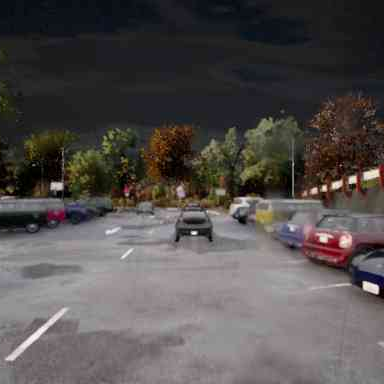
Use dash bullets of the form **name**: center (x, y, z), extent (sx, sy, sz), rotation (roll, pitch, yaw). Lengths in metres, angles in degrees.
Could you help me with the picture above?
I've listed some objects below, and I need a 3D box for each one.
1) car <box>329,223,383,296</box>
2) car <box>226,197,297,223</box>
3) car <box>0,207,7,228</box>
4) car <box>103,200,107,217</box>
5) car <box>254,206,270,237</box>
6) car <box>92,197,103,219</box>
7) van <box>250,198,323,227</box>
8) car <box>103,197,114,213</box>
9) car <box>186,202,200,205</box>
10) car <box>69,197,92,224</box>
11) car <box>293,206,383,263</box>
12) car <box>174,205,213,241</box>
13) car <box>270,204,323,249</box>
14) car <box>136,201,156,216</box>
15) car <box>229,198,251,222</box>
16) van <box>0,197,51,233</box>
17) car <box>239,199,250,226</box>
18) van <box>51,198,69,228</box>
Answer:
- **car**: center (5.914, 1.593, 7.629), extent (4.792, 1.488, 2.163), rotation (1, 0, -20)
- **car**: center (5.972, 1.519, 28.814), extent (5.566, 2.045, 2.435), rotation (1, -1, -20)
- **car**: center (-10.999, 1.630, 14.182), extent (4.892, 1.521, 2.231), rotation (-1, 0, -20)
- **car**: center (-10.981, 1.830, 31.952), extent (4.792, 1.488, 2.163), rotation (-1, -1, -20)
- **car**: center (5.954, 1.654, 16.703), extent (4.892, 1.521, 2.231), rotation (1, 0, -20)
- **car**: center (-10.977, 1.520, 28.988), extent (5.566, 2.045, 2.435), rotation (-1, -1, -20)
- **van**: center (6.058, 1.458, 19.773), extent (4.442, 1.987, 1.878), rotation (1, -1, -20)
- **car**: center (-11.022, 1.578, 34.872), extent (5.566, 2.045, 2.435), rotation (-1, 0, -20)
- **car**: center (0.079, 1.840, 35.673), extent (2.128, 1.511, 4.902), rotation (0, -1, -1)
- **car**: center (-10.979, 1.492, 26.029), extent (5.566, 2.045, 2.435), rotation (-1, -1, -20)
- **car**: center (5.918, 1.467, 10.655), extent (4.553, 1.767, 2.185), rotation (1, -1, -20)
- **car**: center (0.101, 1.683, 17.945), extent (1.837, 1.490, 4.892), rotation (0, 0, 0)
- **car**: center (5.910, 1.497, 13.684), extent (4.553, 1.767, 2.185), rotation (1, -1, -20)
- **car**: center (-5.237, 1.880, 38.364), extent (1.837, 1.490, 4.892), rotation (0, -1, -2)
- **car**: center (5.930, 1.489, 25.754), extent (5.566, 2.045, 2.435), rotation (1, 0, -20)
- **van**: center (-11.112, 1.462, 20.052), extent (4.442, 1.987, 1.878), rotation (-1, 0, -20)
- **car**: center (5.982, 1.586, 22.755), extent (4.553, 1.767, 2.185), rotation (1, 0, -20)
- **van**: center (-11.110, 1.490, 23.011), extent (4.442, 1.987, 1.878), rotation (-1, 0, -20)
